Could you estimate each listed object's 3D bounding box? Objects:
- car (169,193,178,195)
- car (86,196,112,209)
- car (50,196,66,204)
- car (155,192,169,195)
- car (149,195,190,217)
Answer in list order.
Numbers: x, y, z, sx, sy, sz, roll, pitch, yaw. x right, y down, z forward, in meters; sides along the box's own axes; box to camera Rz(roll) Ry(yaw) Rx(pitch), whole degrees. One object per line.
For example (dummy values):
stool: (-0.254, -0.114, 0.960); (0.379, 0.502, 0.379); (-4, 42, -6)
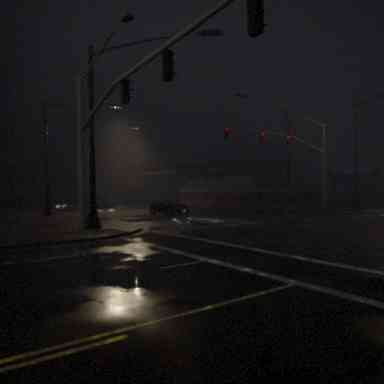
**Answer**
car: (-2.140, 0.955, 71.268); (3.806, 1.475, 1.970); (-1, 1, -35)
car: (-12.197, 1.255, 43.665); (2.097, 1.767, 4.553); (-1, 1, -37)
car: (-24.273, 1.425, 60.075); (2.128, 1.511, 4.902); (-1, 1, -37)
car: (-6.113, 0.815, 75.488); (4.611, 1.667, 2.242); (-1, 1, -35)
car: (-2.118, 1.366, 30.105); (2.128, 1.511, 4.902); (-1, 1, -37)
